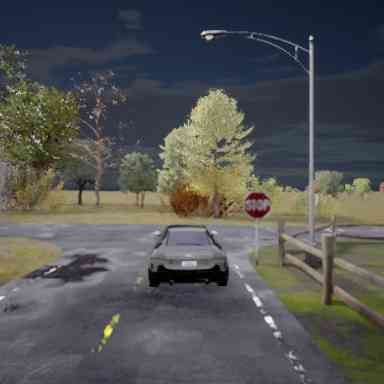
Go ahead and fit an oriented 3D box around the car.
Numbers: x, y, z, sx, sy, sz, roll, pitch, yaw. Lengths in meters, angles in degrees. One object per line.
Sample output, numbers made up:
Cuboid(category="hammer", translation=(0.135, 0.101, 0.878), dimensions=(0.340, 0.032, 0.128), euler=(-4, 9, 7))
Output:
Cuboid(category="car", translation=(-0.166, 1.625, 9.639), dimensions=(1.994, 1.385, 4.181), euler=(0, 0, -3))
